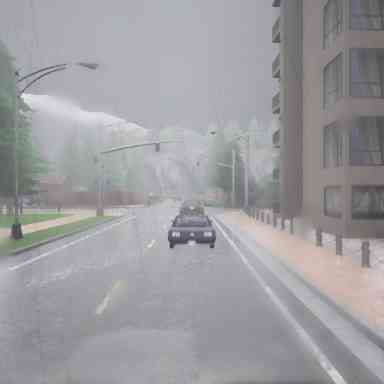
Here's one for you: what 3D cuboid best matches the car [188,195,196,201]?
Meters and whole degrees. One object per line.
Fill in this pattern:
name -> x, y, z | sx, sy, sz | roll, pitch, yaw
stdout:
car -> 0.000, 1.398, 81.406 | 2.033, 1.411, 5.357 | 0, 0, 0

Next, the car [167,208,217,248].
car -> 0.000, 1.614, 14.680 | 1.895, 1.301, 4.718 | 0, 0, 0

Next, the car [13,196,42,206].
car -> -25.019, 1.157, 51.246 | 1.932, 1.855, 4.605 | 0, 0, -1

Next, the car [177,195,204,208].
car -> 0.000, 1.364, 29.620 | 2.097, 1.767, 4.553 | 0, 0, 0

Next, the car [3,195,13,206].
car -> -27.524, 1.159, 50.799 | 1.905, 1.878, 3.866 | 0, 0, -1

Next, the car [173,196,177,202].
car -> -3.500, 1.530, 78.112 | 2.033, 1.411, 5.357 | 0, 0, 0
